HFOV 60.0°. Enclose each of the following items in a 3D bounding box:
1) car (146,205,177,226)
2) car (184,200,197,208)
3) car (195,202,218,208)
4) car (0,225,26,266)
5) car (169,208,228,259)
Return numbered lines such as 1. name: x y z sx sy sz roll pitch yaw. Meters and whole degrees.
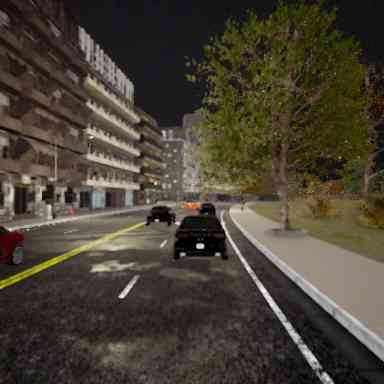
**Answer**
1. car: -2.325 1.808 25.851 1.837 1.490 4.892 0 -1 4
2. car: 0.014 1.989 51.217 2.097 1.767 4.553 0 -1 7
3. car: 1.742 1.948 36.761 1.837 1.490 4.892 0 0 5
4. car: -6.464 1.625 9.334 1.812 1.442 4.674 0 -1 1
5. car: 0.345 1.631 13.295 1.882 1.535 5.008 0 0 2
